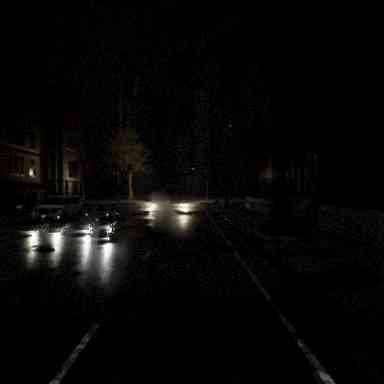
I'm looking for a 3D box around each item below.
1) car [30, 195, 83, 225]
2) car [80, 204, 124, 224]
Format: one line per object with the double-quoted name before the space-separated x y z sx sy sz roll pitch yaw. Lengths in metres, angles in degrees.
"car" -9.838 1.253 24.776 2.150 2.045 5.566 0 0 0
"car" -6.587 1.632 25.272 1.895 1.301 4.718 0 0 0
